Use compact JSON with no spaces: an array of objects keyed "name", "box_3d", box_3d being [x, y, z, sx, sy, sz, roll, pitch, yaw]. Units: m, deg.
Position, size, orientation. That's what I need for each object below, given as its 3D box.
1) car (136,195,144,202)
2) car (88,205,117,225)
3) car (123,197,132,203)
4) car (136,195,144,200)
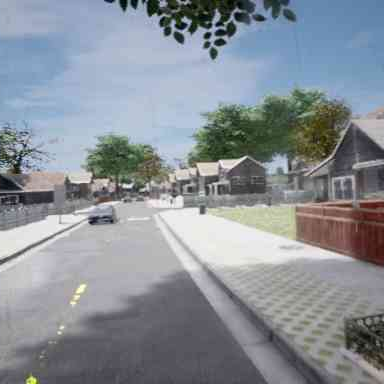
[{"name":"car","box_3d":[-12.811,1.632,82.025,2.033,1.411,5.357,-2,0,-9]},{"name":"car","box_3d":[-7.119,1.748,26.859,2.033,1.411,5.357,-2,0,-9]},{"name":"car","box_3d":[-14.715,1.752,76.324,2.033,1.411,5.357,-2,0,-9]},{"name":"car","box_3d":[-14.399,1.599,92.357,1.895,1.301,4.718,-2,0,-9]}]
